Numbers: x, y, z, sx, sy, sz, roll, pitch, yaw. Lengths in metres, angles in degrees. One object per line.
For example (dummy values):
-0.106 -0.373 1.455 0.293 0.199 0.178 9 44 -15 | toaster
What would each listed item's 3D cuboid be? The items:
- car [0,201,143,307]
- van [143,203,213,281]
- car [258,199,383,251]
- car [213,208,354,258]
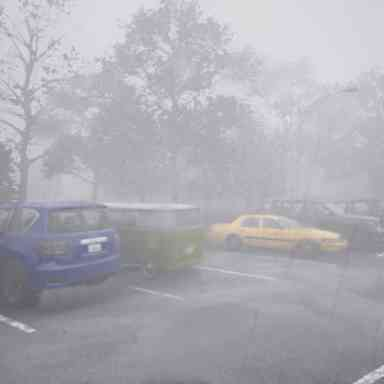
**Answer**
-4.171 1.255 8.240 5.566 2.045 2.435 -1 -1 34 | car
-1.833 1.310 10.001 4.442 1.987 1.878 -1 -1 35 | van
5.523 1.361 15.084 5.566 2.045 2.435 -1 -1 35 | car
3.245 1.582 13.285 5.366 1.575 1.946 -1 -1 34 | car
